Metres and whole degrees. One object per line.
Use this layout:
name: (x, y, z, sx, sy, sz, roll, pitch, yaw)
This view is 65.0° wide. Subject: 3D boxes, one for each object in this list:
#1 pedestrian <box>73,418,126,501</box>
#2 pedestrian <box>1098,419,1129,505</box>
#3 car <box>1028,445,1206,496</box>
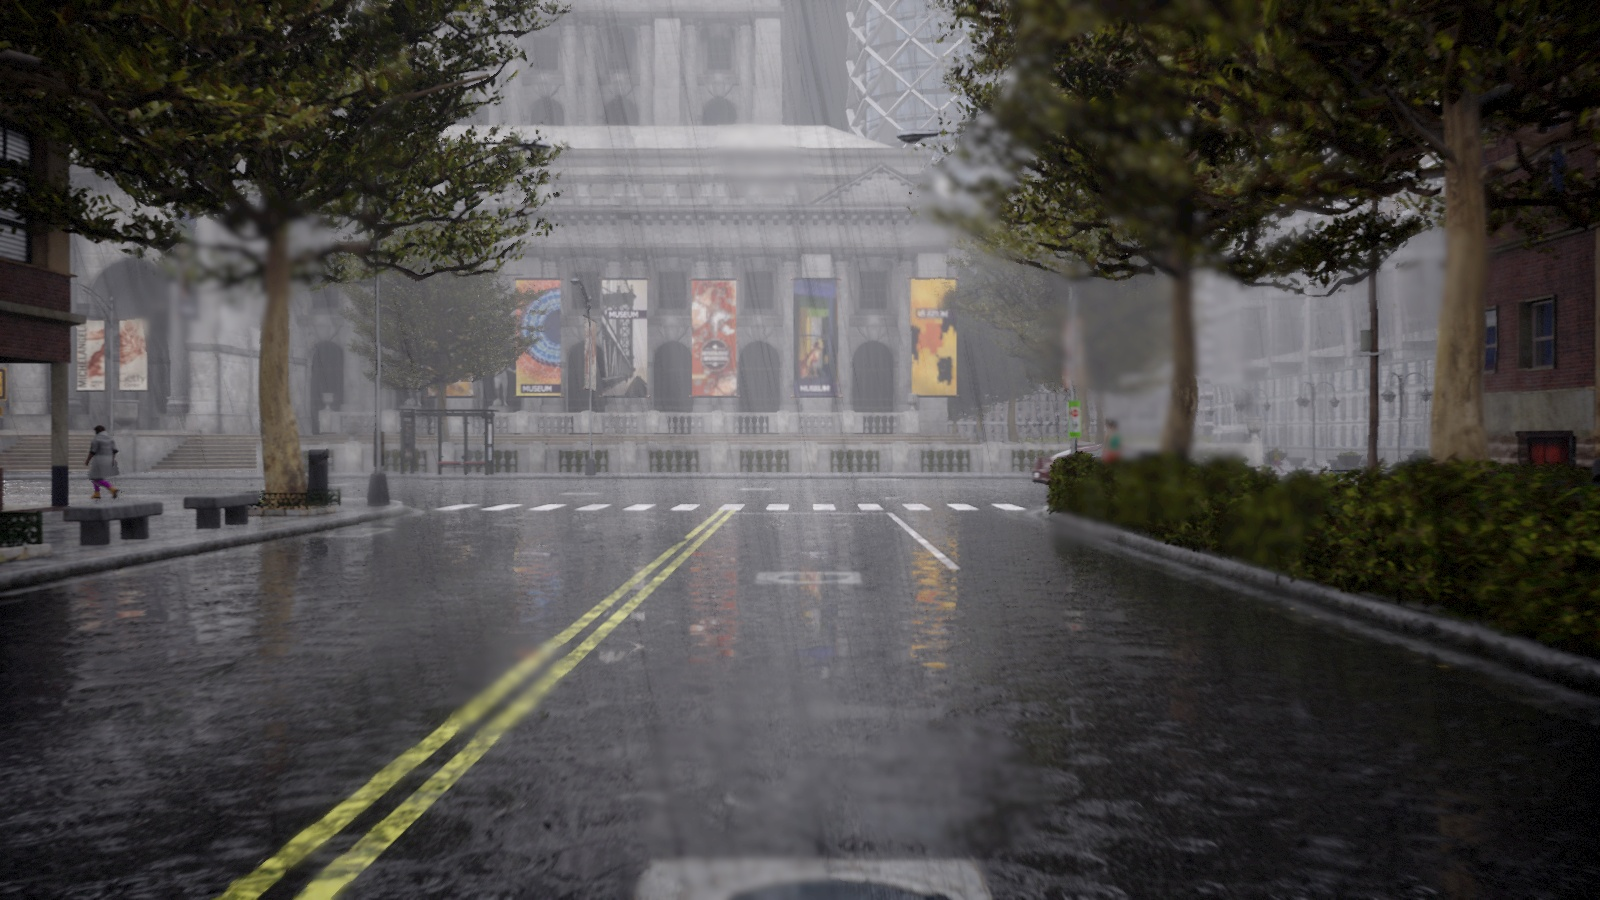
pedestrian: (-16.810, 0.220, 30.146, 0.873, 1.952, 0.659, 0, 0, 6)
pedestrian: (6.766, 0.256, 27.105, 0.345, 1.836, 0.594, 0, 0, -26)
car: (9.189, 0.574, 36.547, 4.674, 1.442, 1.812, 0, 0, -9)
